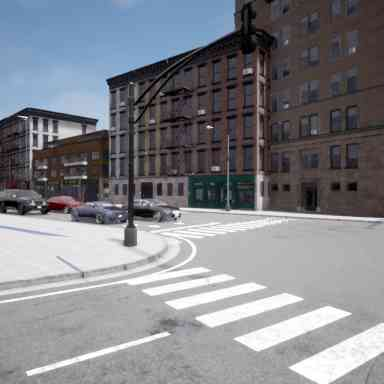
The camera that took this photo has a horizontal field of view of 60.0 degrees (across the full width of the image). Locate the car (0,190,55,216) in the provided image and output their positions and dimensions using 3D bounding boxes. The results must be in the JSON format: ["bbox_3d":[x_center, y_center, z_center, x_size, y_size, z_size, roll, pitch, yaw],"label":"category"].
[{"bbox_3d":[-14.315,0.829,28.260,5.566,2.045,2.150,1,0,39],"label":"car"}]

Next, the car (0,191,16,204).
[{"bbox_3d":[-27.584,0.786,48.231,4.553,1.767,2.097,1,0,41],"label":"car"}]

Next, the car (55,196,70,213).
[{"bbox_3d":[-11.434,1.111,30.117,5.008,1.535,1.882,1,0,39],"label":"car"}]

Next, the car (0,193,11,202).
[{"bbox_3d":[-33.139,0.897,57.608,4.674,1.442,1.812,1,0,43],"label":"car"}]

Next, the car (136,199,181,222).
[{"bbox_3d":[-2.930,1.239,23.452,4.902,1.511,2.128,1,0,38],"label":"car"}]

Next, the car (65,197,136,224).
[{"bbox_3d":[-6.013,1.281,21.728,4.181,1.385,1.994,1,0,37],"label":"car"}]
